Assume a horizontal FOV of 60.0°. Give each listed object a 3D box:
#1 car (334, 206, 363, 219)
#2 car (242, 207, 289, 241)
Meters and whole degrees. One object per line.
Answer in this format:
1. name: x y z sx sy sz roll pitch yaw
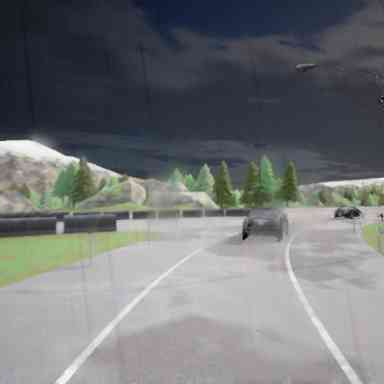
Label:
1. car: 18.122 2.338 38.484 4.674 1.442 1.812 1 -3 -42
2. car: 4.234 1.647 18.807 2.097 1.767 4.553 -1 -2 21
